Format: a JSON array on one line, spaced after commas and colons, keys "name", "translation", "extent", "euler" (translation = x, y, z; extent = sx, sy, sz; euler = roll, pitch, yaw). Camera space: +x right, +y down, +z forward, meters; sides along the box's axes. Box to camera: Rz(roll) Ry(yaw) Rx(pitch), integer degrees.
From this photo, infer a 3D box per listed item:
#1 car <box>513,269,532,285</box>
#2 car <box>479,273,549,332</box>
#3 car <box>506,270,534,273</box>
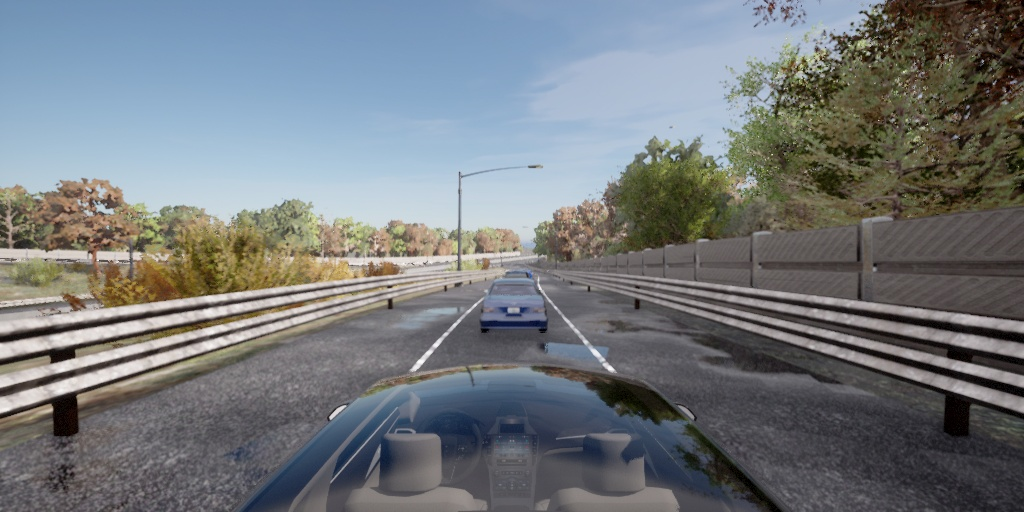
[{"name": "car", "translation": [1.217, 2.196, 38.316], "extent": [1.882, 1.535, 5.008], "euler": [0, -2, 4]}, {"name": "car", "translation": [0.064, 1.390, 11.105], "extent": [2.033, 1.411, 5.357], "euler": [0, -1, 0]}, {"name": "car", "translation": [0.313, 1.653, 22.015], "extent": [1.837, 1.490, 4.892], "euler": [0, -2, 2]}]
